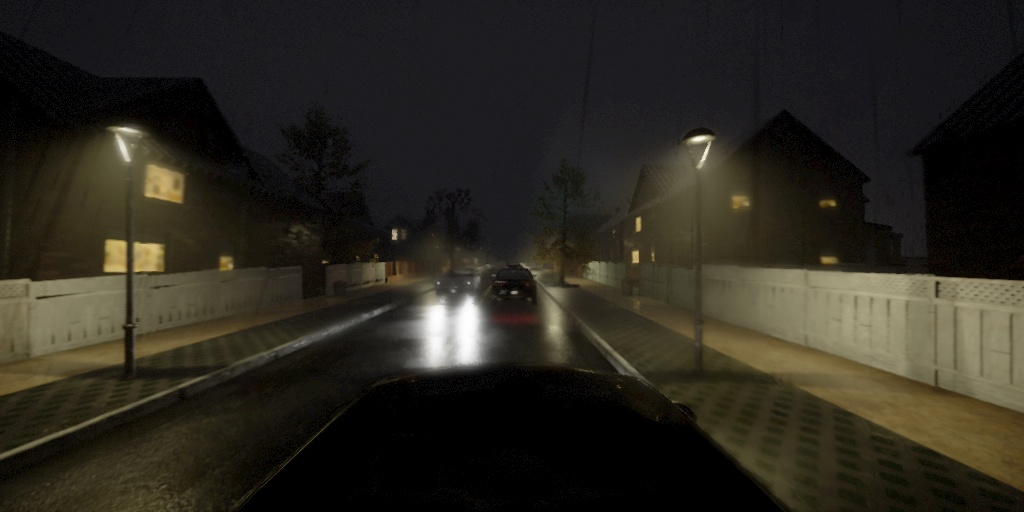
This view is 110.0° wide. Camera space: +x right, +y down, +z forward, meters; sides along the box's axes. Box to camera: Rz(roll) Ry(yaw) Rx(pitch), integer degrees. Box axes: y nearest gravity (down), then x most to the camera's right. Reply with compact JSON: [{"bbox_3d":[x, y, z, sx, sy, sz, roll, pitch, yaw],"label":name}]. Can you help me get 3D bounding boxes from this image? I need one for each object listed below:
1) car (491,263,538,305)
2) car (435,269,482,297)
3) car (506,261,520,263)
[{"bbox_3d":[0.106,1.237,16.080,1.882,1.535,5.008,0,0,0],"label":"car"},{"bbox_3d":[-2.759,1.364,19.158,1.895,1.301,4.718,0,0,0],"label":"car"},{"bbox_3d":[0.113,1.276,35.430,2.128,1.511,4.902,0,0,0],"label":"car"}]
